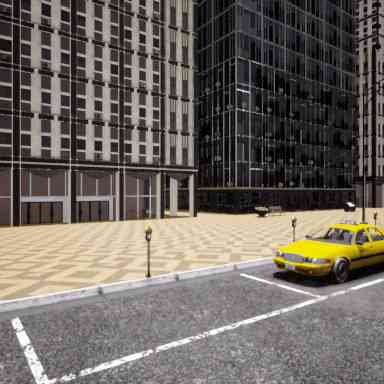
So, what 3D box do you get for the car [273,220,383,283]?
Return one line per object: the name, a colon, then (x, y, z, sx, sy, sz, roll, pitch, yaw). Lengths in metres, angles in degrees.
car: (4.407, 1.526, 9.653, 4.829, 1.417, 1.752, 0, 0, -35)
